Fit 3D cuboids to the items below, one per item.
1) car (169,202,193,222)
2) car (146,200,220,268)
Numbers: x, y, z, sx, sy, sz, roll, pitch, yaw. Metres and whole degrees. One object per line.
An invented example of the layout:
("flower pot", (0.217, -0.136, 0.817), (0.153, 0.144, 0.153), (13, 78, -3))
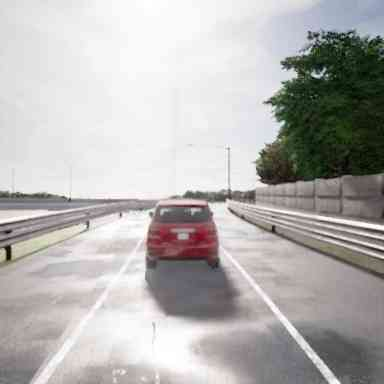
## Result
("car", (-0.888, 1.649, 28.394), (1.812, 1.442, 4.674), (0, 0, 1))
("car", (-0.354, 1.278, 11.593), (2.150, 2.045, 5.566), (0, 0, -3))
